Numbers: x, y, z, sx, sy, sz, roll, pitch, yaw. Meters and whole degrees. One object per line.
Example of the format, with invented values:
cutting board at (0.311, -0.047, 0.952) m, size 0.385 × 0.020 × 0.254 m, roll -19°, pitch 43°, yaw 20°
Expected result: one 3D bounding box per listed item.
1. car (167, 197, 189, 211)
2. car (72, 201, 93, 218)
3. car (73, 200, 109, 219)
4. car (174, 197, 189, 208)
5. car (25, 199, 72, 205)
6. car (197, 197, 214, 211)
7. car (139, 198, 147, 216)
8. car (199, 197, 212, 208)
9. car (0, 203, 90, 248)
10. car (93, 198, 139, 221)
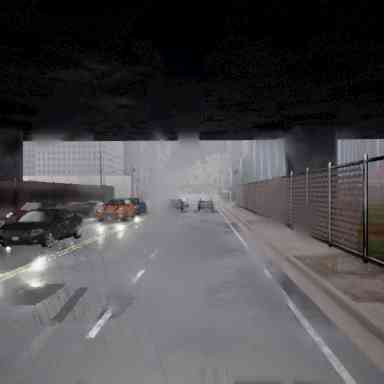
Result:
car at (-1.876, 1.547, 40.280) m, size 2.033 × 1.411 × 5.357 m, roll 0°, pitch 0°, yaw 3°
car at (-9.485, 1.532, 26.819) m, size 1.895 × 1.301 × 4.718 m, roll 0°, pitch 3°, yaw 2°
car at (-9.380, 1.553, 31.286) m, size 1.812 × 1.442 × 4.674 m, roll 0°, pitch 2°, yaw 3°
car at (-1.522, 1.526, 49.855) m, size 1.812 × 1.442 × 4.674 m, roll 0°, pitch 0°, yaw 3°
car at (-9.796, 1.352, 21.293) m, size 2.097 × 1.767 × 4.553 m, roll 0°, pitch 0°, yaw 2°
car at (1.643, 1.491, 40.166) m, size 2.128 × 1.511 × 4.902 m, roll 0°, pitch 0°, yaw 2°
car at (-5.808, 1.352, 32.794) m, size 2.097 × 1.767 × 4.553 m, roll 0°, pitch 0°, yaw 3°
car at (1.982, 1.526, 49.423) m, size 1.812 × 1.442 × 4.674 m, roll 0°, pitch 0°, yaw 3°
car at (-6.547, 1.478, 15.002) m, size 1.882 × 1.535 × 5.008 m, roll 0°, pitch 0°, yaw 2°
car at (-5.988, 1.352, 26.783) m, size 2.097 × 1.767 × 4.553 m, roll 0°, pitch 0°, yaw 2°
